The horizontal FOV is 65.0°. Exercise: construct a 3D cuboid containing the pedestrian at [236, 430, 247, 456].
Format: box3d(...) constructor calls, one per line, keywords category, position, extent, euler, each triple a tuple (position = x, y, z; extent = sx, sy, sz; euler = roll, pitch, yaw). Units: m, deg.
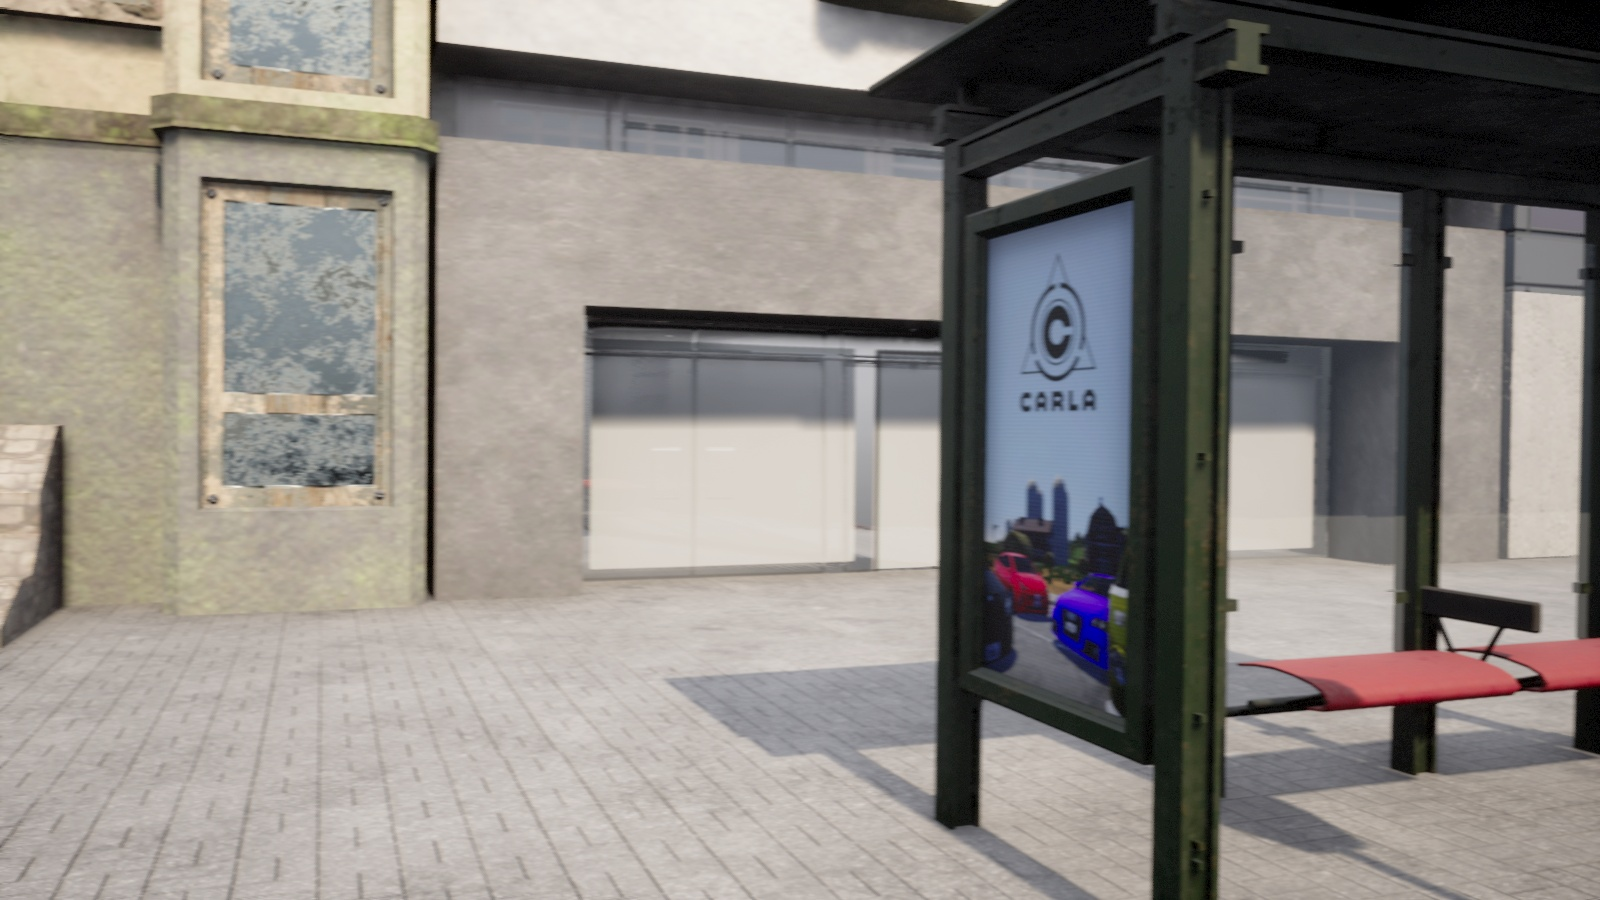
box3d(category="pedestrian", position=(-38.858, -0.501, 87.319), extent=(0.594, 1.836, 0.345), euler=(-1, 1, -12))
